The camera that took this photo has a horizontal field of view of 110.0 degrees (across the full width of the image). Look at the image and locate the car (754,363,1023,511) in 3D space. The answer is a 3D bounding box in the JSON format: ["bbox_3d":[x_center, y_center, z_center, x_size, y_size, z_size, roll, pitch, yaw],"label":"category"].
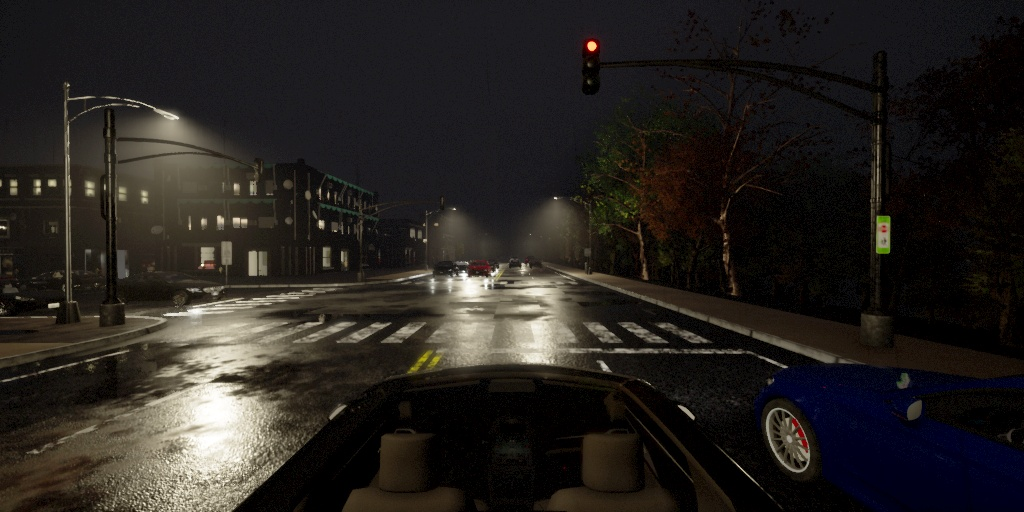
[{"bbox_3d":[3.355,1.276,1.682,1.812,1.442,4.674,0,0,1],"label":"car"}]

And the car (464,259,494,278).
[{"bbox_3d":[-3.083,1.217,34.625,1.882,1.535,5.008,0,0,1],"label":"car"}]

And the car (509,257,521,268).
[{"bbox_3d":[0.552,1.291,60.439,1.994,1.385,4.181,0,0,0],"label":"car"}]

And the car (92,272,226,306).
[{"bbox_3d":[-15.745,1.452,16.352,4.674,1.442,1.812,-1,1,4],"label":"car"}]

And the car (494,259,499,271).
[{"bbox_3d":[-3.006,1.261,44.686,1.812,1.442,4.674,0,0,1],"label":"car"}]

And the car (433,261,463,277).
[{"bbox_3d":[-6.340,1.217,34.782,1.882,1.535,5.008,0,0,1],"label":"car"}]

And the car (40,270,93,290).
[{"bbox_3d":[-28.124,1.560,22.439,4.403,1.370,2.007,0,0,1],"label":"car"}]

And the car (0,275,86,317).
[{"bbox_3d":[-19.857,1.565,13.863,4.313,1.339,1.948,0,0,1],"label":"car"}]

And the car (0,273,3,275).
[{"bbox_3d":[-33.659,1.654,22.489,4.207,1.307,1.802,0,0,1],"label":"car"}]

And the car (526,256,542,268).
[{"bbox_3d":[3.787,1.207,58.523,1.882,1.535,5.008,0,0,0],"label":"car"}]
